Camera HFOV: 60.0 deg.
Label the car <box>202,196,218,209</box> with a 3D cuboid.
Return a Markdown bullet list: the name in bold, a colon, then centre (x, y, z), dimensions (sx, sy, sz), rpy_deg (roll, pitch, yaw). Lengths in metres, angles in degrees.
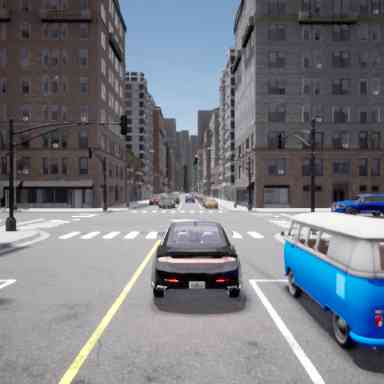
- **car**: centre (2.654, 1.499, 45.346), dimensions (1.752, 1.417, 4.829), rpy_deg (0, 0, -1)

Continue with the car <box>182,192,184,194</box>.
- **car**: centre (-3.630, 1.087, 76.789), dimensions (2.150, 2.045, 5.566), rpy_deg (0, 0, -1)

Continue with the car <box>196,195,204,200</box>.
- **car**: centre (2.057, 1.469, 89.379), dimensions (2.008, 1.369, 4.403), rpy_deg (0, 0, -1)

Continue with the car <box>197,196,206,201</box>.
- **car**: centre (2.207, 1.518, 78.328), dimensions (1.802, 1.307, 4.206), rpy_deg (0, 0, -1)

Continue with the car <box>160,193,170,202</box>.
- **car**: centre (-6.318, 1.252, 78.213), dimensions (2.192, 1.841, 5.009), rpy_deg (0, 0, -1)

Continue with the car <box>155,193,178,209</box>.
- **car**: centre (-3.281, 1.327, 44.194), dimensions (2.097, 1.767, 4.553), rpy_deg (0, 0, -1)

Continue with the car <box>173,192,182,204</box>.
- **car**: centre (-3.476, 1.183, 60.734), dimensions (2.150, 2.045, 5.566), rpy_deg (0, 0, 0)

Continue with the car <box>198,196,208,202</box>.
- **car**: centre (2.282, 1.495, 72.803), dimensions (2.008, 1.369, 4.403), rpy_deg (0, 0, -1)

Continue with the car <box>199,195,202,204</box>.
- **car**: centre (2.581, 1.410, 50.701), dimensions (1.967, 1.590, 4.097), rpy_deg (0, 0, -1)

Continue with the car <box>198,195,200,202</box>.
- **car**: centre (2.506, 1.515, 56.226), dimensions (2.008, 1.369, 4.403), rpy_deg (0, 0, -1)

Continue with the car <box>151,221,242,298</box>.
- **car**: centre (0.094, 1.488, 8.517), dimensions (2.128, 1.511, 4.902), rpy_deg (0, 0, 0)

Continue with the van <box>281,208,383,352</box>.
- **van**: centre (2.855, 1.338, 5.986), dimensions (1.690, 1.788, 3.998), rpy_deg (0, 0, 0)

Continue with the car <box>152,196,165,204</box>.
- **car**: centre (-6.093, 1.509, 61.637), dimensions (2.008, 1.369, 4.403), rpy_deg (0, 0, -1)

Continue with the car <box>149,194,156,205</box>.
- **car**: centre (-6.019, 1.279, 56.111), dimensions (2.192, 1.841, 5.009), rpy_deg (0, 0, -1)

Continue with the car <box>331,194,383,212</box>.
- **car**: centre (15.291, 1.202, 29.378), dimensions (5.566, 2.045, 2.150), rpy_deg (0, 0, -1)

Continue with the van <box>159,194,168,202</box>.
- **van**: centre (-6.243, 1.286, 72.687), dimensions (1.690, 1.788, 3.998), rpy_deg (0, 0, -1)

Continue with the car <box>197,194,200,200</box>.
- **car**: centre (2.432, 1.524, 61.752), dimensions (1.947, 1.339, 4.313), rpy_deg (0, 0, -1)

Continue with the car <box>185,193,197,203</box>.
- **car**: centre (-0.417, 1.476, 68.498), dimensions (1.812, 1.442, 4.674), rpy_deg (0, 0, -1)
